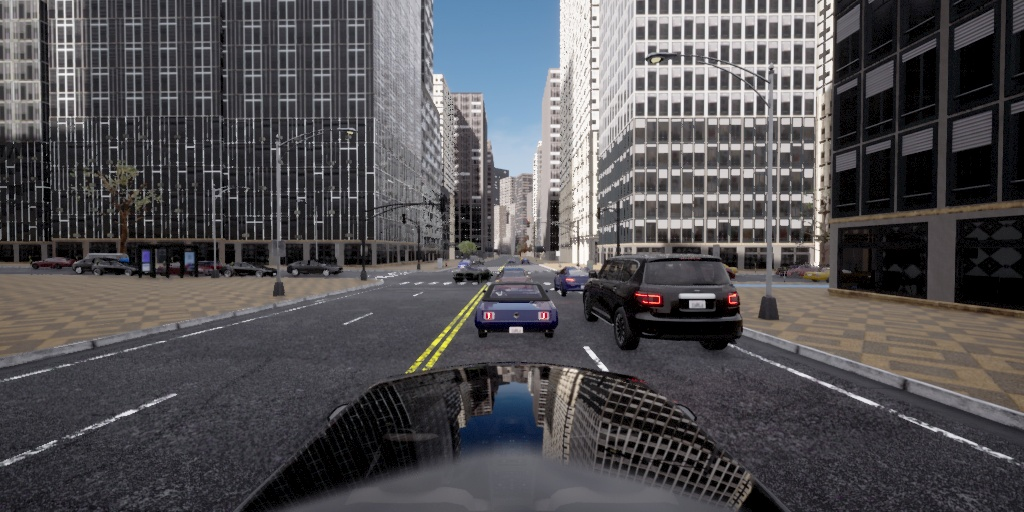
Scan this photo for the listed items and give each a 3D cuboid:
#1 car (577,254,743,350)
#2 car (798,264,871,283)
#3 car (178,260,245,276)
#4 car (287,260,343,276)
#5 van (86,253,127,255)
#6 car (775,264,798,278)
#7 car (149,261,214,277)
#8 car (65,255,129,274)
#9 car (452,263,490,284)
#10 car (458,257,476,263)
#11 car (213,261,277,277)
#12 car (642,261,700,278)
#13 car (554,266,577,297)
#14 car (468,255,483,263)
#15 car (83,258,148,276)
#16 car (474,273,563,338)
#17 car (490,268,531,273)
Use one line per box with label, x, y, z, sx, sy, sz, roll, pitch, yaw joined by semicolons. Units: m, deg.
car;3.343;0.968;9.175;2.150;2.045;5.566;0;0;0
car;27.613;1.577;30.440;4.829;1.417;1.751;0;0;1
car;-28.351;1.112;33.931;4.718;1.301;1.895;1;1;1
car;-18.470;1.106;33.738;4.892;1.490;1.837;1;1;1
van;-45.325;0.603;40.060;3.998;1.789;1.690;0;0;1
car;29.097;1.535;36.192;4.181;1.385;1.994;0;1;1
car;-28.445;1.137;31.243;4.207;1.307;1.802;0;0;1
car;-38.789;0.921;34.139;4.892;1.490;1.837;1;1;1
car;-2.870;1.366;26.677;1.895;1.301;4.718;0;-1;10
car;-6.638;1.239;51.162;1.812;1.442;4.674;0;0;-2
car;-22.761;1.172;31.115;4.313;1.339;1.948;0;0;1
car;16.059;1.336;36.405;5.008;1.535;1.882;0;1;0
car;3.333;1.266;18.867;1.812;1.442;4.674;0;0;0
car;-6.632;0.922;61.125;2.150;2.045;5.566;0;0;0
car;-34.126;1.068;31.410;4.313;1.339;1.948;0;0;1
car;0.093;1.347;10.137;1.895;1.301;4.718;0;0;0
car;0.085;1.304;18.874;1.994;1.385;4.181;0;0;0
